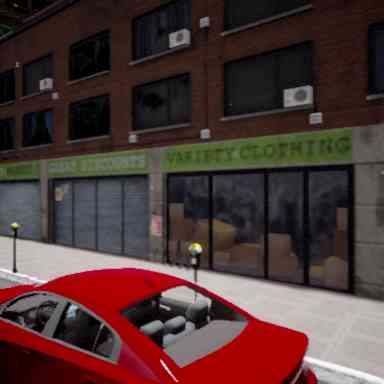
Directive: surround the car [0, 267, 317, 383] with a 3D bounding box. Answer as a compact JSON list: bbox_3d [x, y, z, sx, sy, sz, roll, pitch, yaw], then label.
[{"bbox_3d":[-1.037,1.527,3.626,4.507,1.381,1.887,0,0,36],"label":"car"}]
